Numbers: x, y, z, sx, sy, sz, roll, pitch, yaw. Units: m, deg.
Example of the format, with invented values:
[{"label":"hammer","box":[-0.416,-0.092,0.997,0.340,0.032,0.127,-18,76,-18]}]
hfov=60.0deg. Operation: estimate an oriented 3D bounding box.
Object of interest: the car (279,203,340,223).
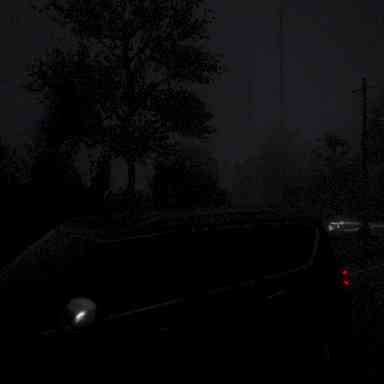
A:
[{"label":"car","box":[9.367,1.651,26.796,1.994,1.385,4.181,0,-1,-39]}]

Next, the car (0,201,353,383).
[{"label":"car","box":[-0.632,1.221,3.432,5.566,2.045,2.150,0,0,-34]}]
